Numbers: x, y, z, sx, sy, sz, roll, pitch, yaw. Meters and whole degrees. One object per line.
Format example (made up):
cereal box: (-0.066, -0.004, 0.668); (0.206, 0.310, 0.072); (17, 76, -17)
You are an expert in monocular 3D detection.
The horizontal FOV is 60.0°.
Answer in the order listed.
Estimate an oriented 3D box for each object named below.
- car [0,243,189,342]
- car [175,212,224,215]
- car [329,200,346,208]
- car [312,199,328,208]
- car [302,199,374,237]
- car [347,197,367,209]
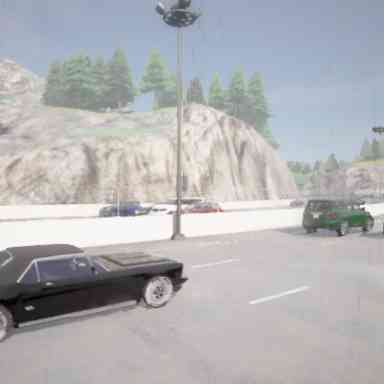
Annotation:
car: (-2.407, 1.662, 6.392); (4.718, 1.301, 1.895); (0, -1, -36)
car: (0.508, 1.613, 26.803); (4.553, 1.767, 2.097); (1, -1, -41)
car: (26.355, 2.153, 60.103); (1.994, 1.385, 4.181); (0, -1, 36)
car: (24.581, 2.161, 63.648); (1.812, 1.442, 4.674); (0, -1, 36)
car: (8.705, 1.421, 19.725); (5.566, 2.045, 2.150); (1, -1, -41)
car: (28.064, 1.802, 56.489); (2.150, 2.045, 5.566); (0, -1, 37)
